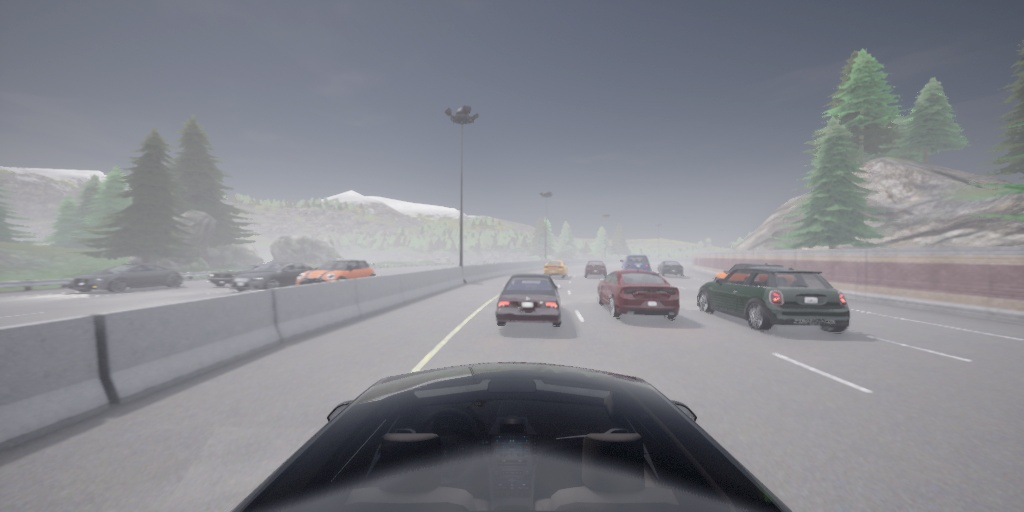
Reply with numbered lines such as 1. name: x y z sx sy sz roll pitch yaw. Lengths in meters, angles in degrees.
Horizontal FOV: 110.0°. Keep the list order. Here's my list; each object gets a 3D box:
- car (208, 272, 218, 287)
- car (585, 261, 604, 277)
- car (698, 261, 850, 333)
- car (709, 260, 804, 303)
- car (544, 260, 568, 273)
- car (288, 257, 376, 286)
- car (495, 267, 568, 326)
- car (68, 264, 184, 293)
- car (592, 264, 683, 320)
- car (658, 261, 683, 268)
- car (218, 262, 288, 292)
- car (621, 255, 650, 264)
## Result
1. car: -15.938 1.160 22.256 1.895 1.301 4.718 0 0 8
2. car: 7.876 1.158 33.672 1.882 1.535 5.008 0 0 14
3. car: 7.632 1.119 11.076 2.097 1.767 4.553 0 0 4
4. car: 11.919 1.122 17.943 2.097 1.767 4.553 0 0 8
5. car: 4.028 1.135 32.695 1.882 1.535 5.008 0 0 13
6. car: -9.265 0.968 19.254 2.097 1.767 4.553 0 0 8
7. car: 0.597 1.263 11.518 2.033 1.411 5.357 0 0 5
8. car: -19.912 1.109 18.762 1.994 1.385 4.181 0 0 7
9. car: 4.256 1.214 12.763 1.882 1.535 5.008 0 0 5
10. car: 15.630 1.205 35.571 1.882 1.535 5.008 0 0 16
11. car: -12.744 1.085 19.669 2.128 1.511 4.902 0 0 7
12. car: 11.127 0.930 32.368 2.150 2.045 5.566 0 0 14
